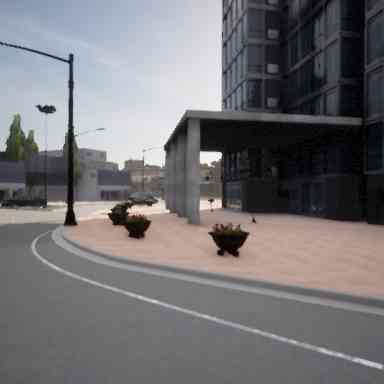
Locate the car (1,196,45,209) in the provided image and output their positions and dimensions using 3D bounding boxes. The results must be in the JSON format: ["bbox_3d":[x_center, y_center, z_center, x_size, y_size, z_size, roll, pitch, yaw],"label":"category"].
[{"bbox_3d":[-20.853,1.251,41.294,4.902,1.511,2.128,0,0,-39],"label":"car"}]

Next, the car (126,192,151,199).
[{"bbox_3d":[-8.914,1.037,56.561,2.150,2.045,5.566,0,0,31],"label":"car"}]

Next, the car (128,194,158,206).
[{"bbox_3d":[-7.374,1.435,52.056,1.895,1.301,4.718,0,0,31],"label":"car"}]
